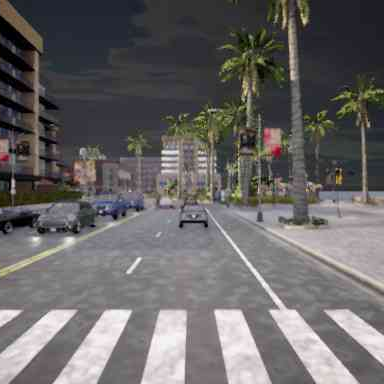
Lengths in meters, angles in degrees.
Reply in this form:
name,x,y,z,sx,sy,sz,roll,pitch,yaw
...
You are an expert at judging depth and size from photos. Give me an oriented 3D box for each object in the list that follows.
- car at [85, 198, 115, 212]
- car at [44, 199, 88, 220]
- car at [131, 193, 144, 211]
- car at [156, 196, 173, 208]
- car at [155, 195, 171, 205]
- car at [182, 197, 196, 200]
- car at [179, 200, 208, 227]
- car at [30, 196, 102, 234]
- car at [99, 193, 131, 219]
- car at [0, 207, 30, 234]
name,x,y,z,sx,sy,sz,roll,pitch,yaw
car,-10.499,1.470,38.446,2.033,1.411,5.357,0,0,0
car,-10.499,1.421,28.148,1.882,1.535,5.008,0,0,0
car,-7.004,1.143,39.108,2.150,2.045,5.566,0,0,0
car,-3.651,1.433,46.362,1.812,1.442,4.674,0,0,-4
car,-4.921,1.379,56.204,2.128,1.511,4.902,0,0,-12
car,-0.372,1.395,48.526,2.128,1.511,4.902,0,0,-6
car,0.101,1.502,22.463,2.033,1.411,5.357,0,0,0
car,-6.999,1.314,19.019,2.097,1.767,4.553,0,0,0
car,-6.999,1.164,28.359,2.150,2.045,5.566,0,0,0
car,-10.499,1.562,19.004,1.895,1.301,4.718,0,0,0
